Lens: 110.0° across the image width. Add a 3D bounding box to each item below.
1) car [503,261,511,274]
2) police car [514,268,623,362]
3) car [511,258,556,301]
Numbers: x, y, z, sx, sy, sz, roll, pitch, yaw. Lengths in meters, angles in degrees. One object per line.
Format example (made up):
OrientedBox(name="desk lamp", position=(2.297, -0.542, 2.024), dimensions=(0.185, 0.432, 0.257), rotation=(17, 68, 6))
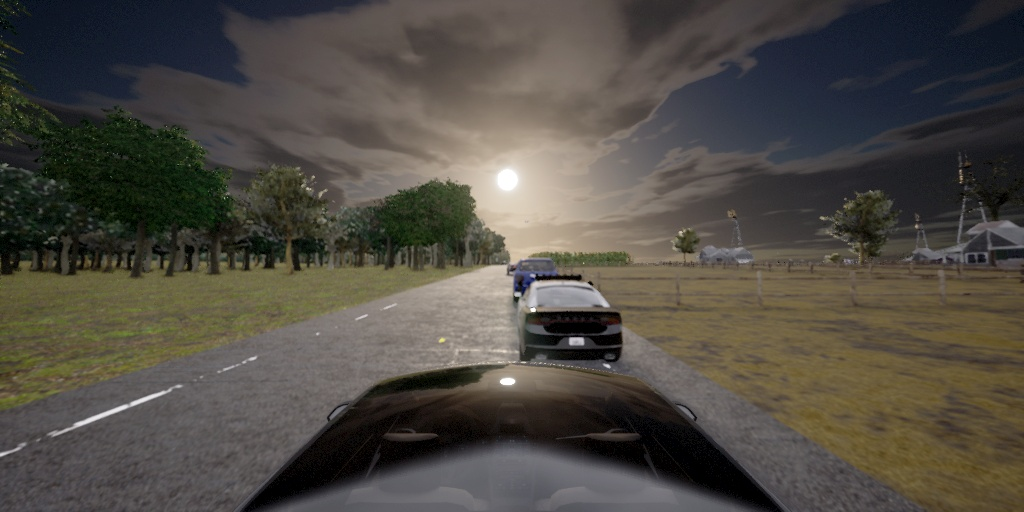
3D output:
OrientedBox(name="car", position=(0.264, 1.704, 49.066), dimensions=(2.128, 1.511, 4.902), rotation=(0, 0, 1))
OrientedBox(name="police car", position=(1.088, 1.243, 8.556), dimensions=(1.930, 1.638, 5.238), rotation=(0, -1, 0))
OrientedBox(name="car", position=(1.134, 1.141, 18.489), dimensions=(2.150, 2.045, 5.566), rotation=(0, -1, 0))
